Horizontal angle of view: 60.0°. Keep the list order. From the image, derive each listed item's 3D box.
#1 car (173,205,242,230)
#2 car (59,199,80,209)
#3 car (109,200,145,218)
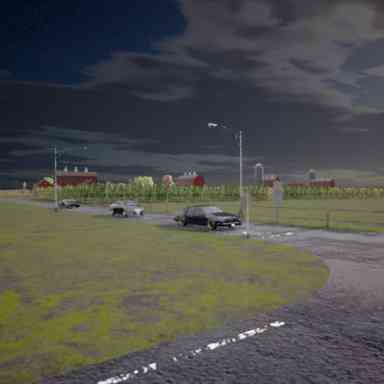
[{"bbox_3d":[0.835,1.596,21.999,2.033,1.411,5.357,-1,0,-38],"label":"car"},{"bbox_3d":[-17.655,1.646,47.728,2.033,1.411,5.357,-1,0,-35],"label":"car"},{"bbox_3d":[-6.224,1.557,31.534,2.128,1.511,4.902,-1,0,-36],"label":"car"}]
